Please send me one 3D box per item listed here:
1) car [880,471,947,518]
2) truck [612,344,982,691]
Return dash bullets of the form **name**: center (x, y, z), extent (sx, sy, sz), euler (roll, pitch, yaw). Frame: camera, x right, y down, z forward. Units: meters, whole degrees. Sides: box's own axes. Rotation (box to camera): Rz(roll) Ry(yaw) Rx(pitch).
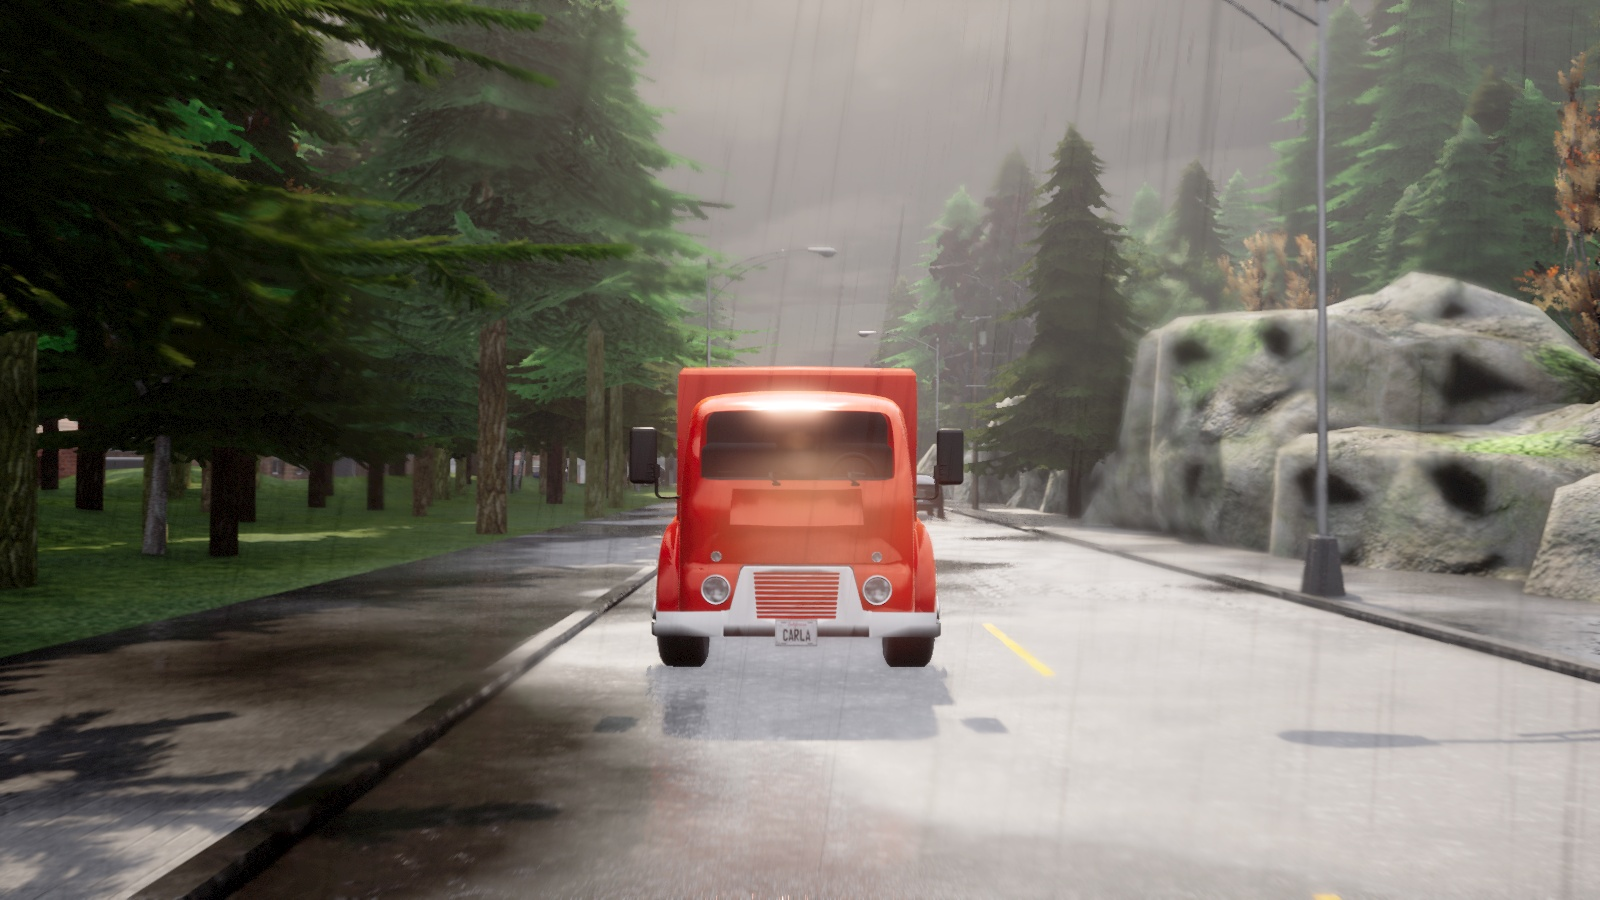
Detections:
- **car**: center (3.896, 1.512, 43.908), extent (1.882, 1.535, 5.008), euler (0, -1, 0)
- **truck**: center (-0.029, 0.521, 11.563), extent (2.627, 2.467, 5.204), euler (0, -1, 0)
